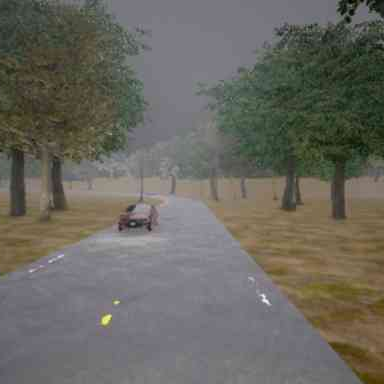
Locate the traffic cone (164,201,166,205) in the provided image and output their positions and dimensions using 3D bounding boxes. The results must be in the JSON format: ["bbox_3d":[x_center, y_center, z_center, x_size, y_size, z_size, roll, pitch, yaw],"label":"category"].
[{"bbox_3d":[-4.207,1.739,46.262,0.340,0.580,0.340,0,0,0],"label":"traffic cone"}]

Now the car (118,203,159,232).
[{"bbox_3d":[-3.101,1.398,19.900,1.882,1.535,5.008,0,0,0],"label":"car"}]
